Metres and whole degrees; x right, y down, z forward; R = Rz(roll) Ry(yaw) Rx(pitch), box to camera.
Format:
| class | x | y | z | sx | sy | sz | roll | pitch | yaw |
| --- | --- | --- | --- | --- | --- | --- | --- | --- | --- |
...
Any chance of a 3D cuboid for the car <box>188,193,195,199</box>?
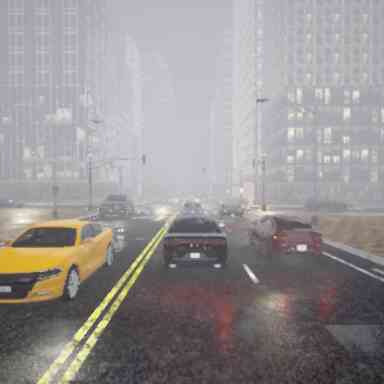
| class | x | y | z | sx | sy | sz | roll | pitch | yaw |
| --- | --- | --- | --- | --- | --- | --- | --- | --- | --- |
| car | -0.161 | 1.262 | 88.619 | 1.882 | 1.535 | 5.008 | 0 | 0 | 0 |

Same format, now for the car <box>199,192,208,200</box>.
| class | x | y | z | sx | sy | sz | roll | pitch | yaw |
| --- | --- | --- | --- | --- | --- | --- | --- | --- | --- |
| car | 3.089 | 1.008 | 88.654 | 2.150 | 2.045 | 5.566 | 0 | 0 | 0 |

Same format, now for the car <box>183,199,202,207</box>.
| class | x | y | z | sx | sy | sz | roll | pitch | yaw |
| --- | --- | --- | --- | --- | --- | --- | --- | --- | --- |
| car | 0.052 | 1.518 | 27.015 | 2.033 | 1.411 | 5.357 | 0 | 0 | 0 |

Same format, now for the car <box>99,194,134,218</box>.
| class | x | y | z | sx | sy | sz | roll | pitch | yaw |
| --- | --- | --- | --- | --- | --- | --- | --- | --- | --- |
| car | -6.581 | 1.194 | 29.691 | 2.150 | 2.045 | 5.566 | 0 | 0 | 0 |

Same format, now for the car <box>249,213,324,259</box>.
| class | x | y | z | sx | sy | sz | roll | pitch | yaw |
| --- | --- | --- | --- | --- | --- | --- | --- | --- | --- |
| car | 3.320 | 1.513 | 12.357 | 1.812 | 1.442 | 4.674 | 0 | 0 | 0 |

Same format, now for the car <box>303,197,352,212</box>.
| class | x | y | z | sx | sy | sz | roll | pitch | yaw |
| --- | --- | --- | --- | --- | --- | --- | --- | --- | --- |
| car | 16.129 | 1.484 | 40.360 | 5.009 | 1.841 | 2.192 | 0 | 0 | 1 |

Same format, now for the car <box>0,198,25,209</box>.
| class | x | y | z | sx | sy | sz | roll | pitch | yaw |
| --- | --- | --- | --- | --- | --- | --- | --- | --- | --- |
| car | -22.799 | 1.398 | 40.817 | 4.313 | 1.339 | 1.947 | 1 | 0 | 1 |

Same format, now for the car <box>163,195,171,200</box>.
| class | x | y | z | sx | sy | sz | roll | pitch | yaw |
| --- | --- | --- | --- | --- | --- | --- | --- | --- | --- |
| car | -6.665 | 1.415 | 90.089 | 1.994 | 1.385 | 4.181 | 0 | 0 | 0 |

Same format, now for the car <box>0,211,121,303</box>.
| class | x | y | z | sx | sy | sz | roll | pitch | yaw |
| --- | --- | --- | --- | --- | --- | --- | --- | --- | --- |
| car | -3.363 | 1.472 | 8.452 | 1.882 | 1.535 | 5.008 | 0 | 0 | 0 |

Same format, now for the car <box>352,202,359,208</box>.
| class | x | y | z | sx | sy | sz | roll | pitch | yaw |
| --- | --- | --- | --- | --- | --- | --- | --- | --- | --- |
| car | 21.722 | 1.600 | 48.657 | 4.829 | 1.417 | 1.752 | 0 | 0 | 1 |

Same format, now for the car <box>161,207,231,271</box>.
| class | x | y | z | sx | sy | sz | roll | pitch | yaw |
| --- | --- | --- | --- | --- | --- | --- | --- | --- | --- |
| car | 0.080 | 1.468 | 10.952 | 1.882 | 1.535 | 5.008 | 0 | 0 | 0 |

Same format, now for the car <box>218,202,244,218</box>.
| class | x | y | z | sx | sy | sz | roll | pitch | yaw |
| --- | --- | --- | --- | --- | --- | --- | --- | --- | --- |
| car | 3.299 | 1.567 | 29.211 | 1.895 | 1.301 | 4.718 | 0 | 0 | 0 |
